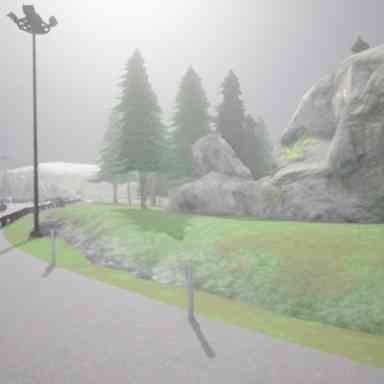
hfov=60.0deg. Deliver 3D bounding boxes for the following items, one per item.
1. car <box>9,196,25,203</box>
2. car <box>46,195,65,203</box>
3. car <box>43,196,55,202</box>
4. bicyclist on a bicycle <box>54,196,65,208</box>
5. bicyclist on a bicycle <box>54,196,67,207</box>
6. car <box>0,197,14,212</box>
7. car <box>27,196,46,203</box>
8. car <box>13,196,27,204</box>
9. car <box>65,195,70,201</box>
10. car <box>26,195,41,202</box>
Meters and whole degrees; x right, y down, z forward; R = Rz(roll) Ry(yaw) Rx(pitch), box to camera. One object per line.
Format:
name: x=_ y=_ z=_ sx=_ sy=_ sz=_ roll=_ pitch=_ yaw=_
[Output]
car: x=-41.378 y=1.680 z=78.892 sx=2.128 sy=1.511 sz=4.902 roll=-1 pitch=0 yaw=-12
car: x=-28.955 y=1.541 z=70.862 sx=1.837 sy=1.490 sz=4.892 roll=-1 pitch=0 yaw=-12
car: x=-34.535 y=1.635 z=80.365 sx=1.895 sy=1.301 sz=4.718 roll=-1 pitch=0 yaw=-12
bicyclist on a bicycle: x=-18.887 y=1.411 z=47.153 sx=1.656 sy=1.620 sz=0.582 roll=1 pitch=0 yaw=-19
bicyclist on a bicycle: x=-19.094 y=1.410 z=48.125 sx=1.656 sy=1.620 sz=0.582 roll=0 pitch=-2 yaw=9
car: x=-21.369 y=1.558 z=35.623 sx=2.033 sy=1.411 sz=5.357 roll=-1 pitch=0 yaw=-12
car: x=-32.379 y=1.638 z=70.140 sx=2.033 sy=1.411 sz=5.357 roll=-1 pitch=0 yaw=-12
car: x=-35.803 y=1.681 z=69.418 sx=2.128 sy=1.511 sz=4.902 roll=-1 pitch=0 yaw=-12
car: x=-31.105 y=1.522 z=81.058 sx=2.033 sy=1.411 sz=5.357 roll=-1 pitch=0 yaw=-12
car: x=-37.954 y=1.622 z=79.614 sx=2.128 sy=1.511 sz=4.902 roll=-1 pitch=0 yaw=-12
